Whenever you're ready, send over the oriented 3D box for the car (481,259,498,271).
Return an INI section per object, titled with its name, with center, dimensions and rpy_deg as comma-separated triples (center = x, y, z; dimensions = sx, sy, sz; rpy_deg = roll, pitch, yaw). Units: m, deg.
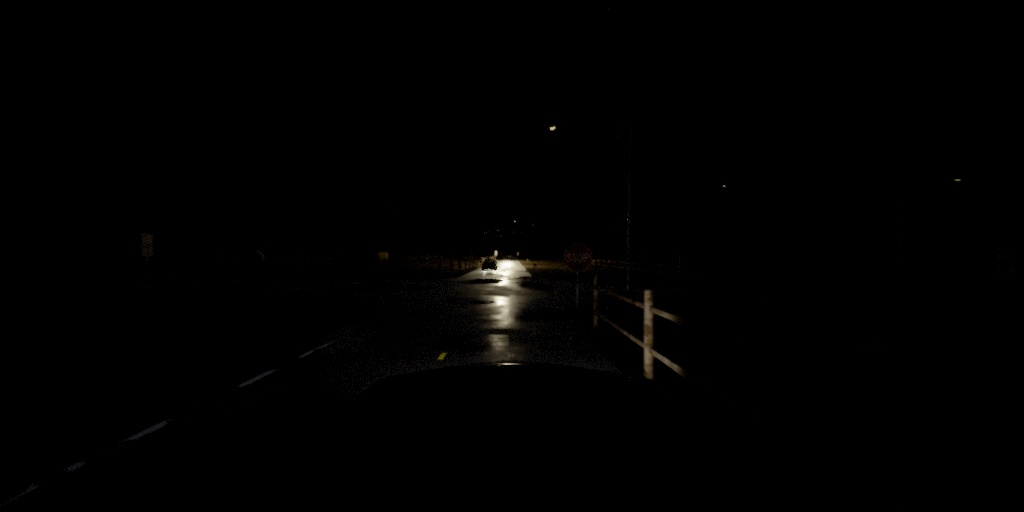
[car]
center = -2.743, 1.085, 44.875
dimensions = 2.033, 1.411, 5.357
rpy_deg = 0, 1, 0
